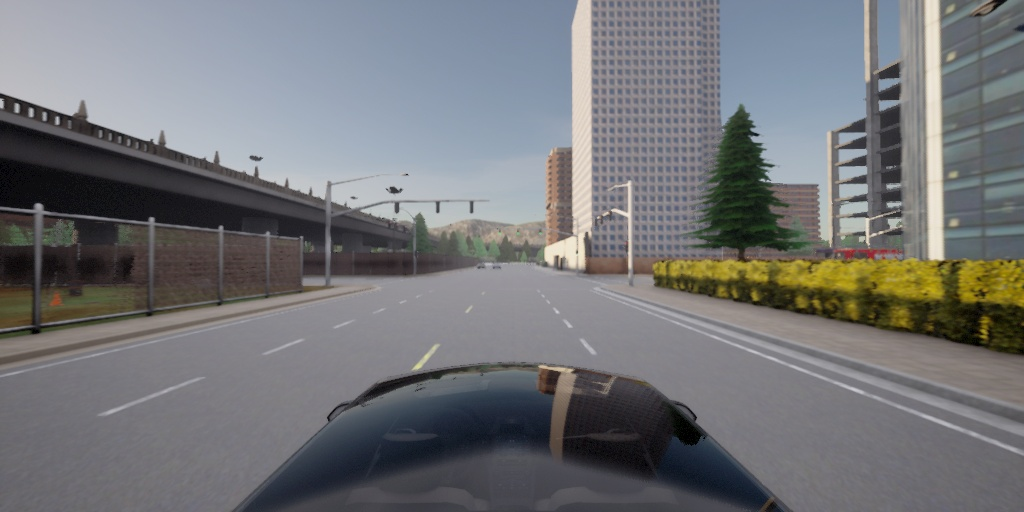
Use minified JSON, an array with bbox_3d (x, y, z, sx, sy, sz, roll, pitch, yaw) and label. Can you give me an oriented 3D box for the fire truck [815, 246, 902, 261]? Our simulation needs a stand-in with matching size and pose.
[{"bbox_3d":[41.222,0.712,42.829,8.468,3.827,2.891,0,-1,0],"label":"fire truck"}]
